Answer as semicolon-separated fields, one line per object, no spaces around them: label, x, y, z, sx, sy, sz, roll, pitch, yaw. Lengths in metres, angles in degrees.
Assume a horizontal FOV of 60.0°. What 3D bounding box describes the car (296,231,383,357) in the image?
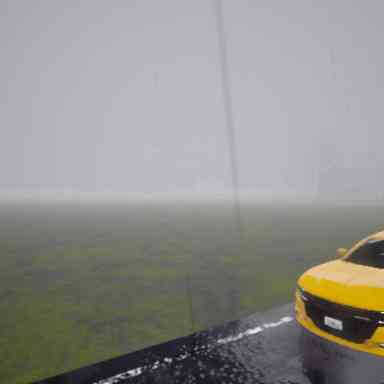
car;3.902;1.449;5.851;5.008;1.535;1.882;0;0;-35
